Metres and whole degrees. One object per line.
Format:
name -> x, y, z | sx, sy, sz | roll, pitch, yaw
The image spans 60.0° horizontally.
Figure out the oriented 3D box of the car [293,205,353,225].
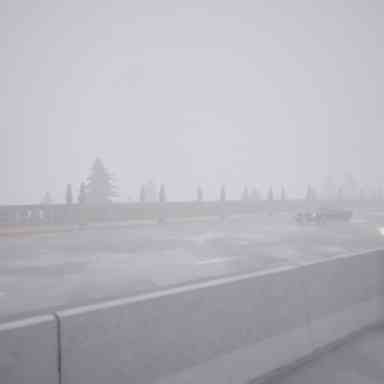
car -> 9.307, 1.573, 23.527 | 4.718, 1.301, 1.895 | 0, 0, -35
